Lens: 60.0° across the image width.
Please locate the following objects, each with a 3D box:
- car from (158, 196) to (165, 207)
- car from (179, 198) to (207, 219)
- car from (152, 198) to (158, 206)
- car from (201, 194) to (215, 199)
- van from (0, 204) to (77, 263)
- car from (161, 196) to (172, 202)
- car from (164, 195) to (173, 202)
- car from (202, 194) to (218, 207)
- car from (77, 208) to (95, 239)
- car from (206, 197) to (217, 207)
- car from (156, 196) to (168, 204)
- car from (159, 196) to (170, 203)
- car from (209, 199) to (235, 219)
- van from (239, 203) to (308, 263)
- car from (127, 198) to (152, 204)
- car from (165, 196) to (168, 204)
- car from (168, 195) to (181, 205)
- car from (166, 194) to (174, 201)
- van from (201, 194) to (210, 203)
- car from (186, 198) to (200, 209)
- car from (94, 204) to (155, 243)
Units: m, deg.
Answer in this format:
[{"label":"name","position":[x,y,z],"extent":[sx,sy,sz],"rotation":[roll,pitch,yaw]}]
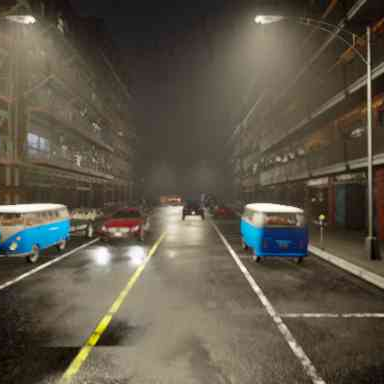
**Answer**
[{"label":"car","position":[-5.645,1.534,51.413],"extent":[1.887,1.381,4.507],"rotation":[1,0,0]},{"label":"car","position":[0.099,1.517,29.045],"extent":[1.812,1.442,4.674],"rotation":[0,0,0]},{"label":"car","position":[-5.644,1.556,40.044],"extent":[1.947,1.339,4.313],"rotation":[1,0,0]},{"label":"car","position":[2.705,1.430,45.790],"extent":[1.967,1.590,4.097],"rotation":[1,0,0]},{"label":"van","position":[-5.678,1.337,11.621],"extent":[1.690,1.788,3.998],"rotation":[1,0,0]},{"label":"car","position":[-5.645,1.556,74.152],"extent":[1.947,1.339,4.313],"rotation":[1,0,0]},{"label":"car","position":[-5.645,1.517,79.666],"extent":[1.752,1.417,4.829],"rotation":[1,0,0]},{"label":"car","position":[2.707,1.304,51.473],"extent":[2.192,1.841,5.009],"rotation":[1,0,0]},{"label":"car","position":[-5.666,1.544,17.306],"extent":[2.008,1.369,4.403],"rotation":[1,0,0]},{"label":"car","position":[2.703,1.557,34.420],"extent":[1.947,1.339,4.313],"rotation":[1,0,0]},{"label":"car","position":[-5.644,1.534,62.783],"extent":[1.887,1.381,4.507],"rotation":[1,0,0]},{"label":"car","position":[-5.645,1.515,68.298],"extent":[1.752,1.417,4.829],"rotation":[1,0,0]},{"label":"car","position":[2.703,1.573,28.735],"extent":[1.802,1.307,4.206],"rotation":[1,0,0]},{"label":"van","position":[2.708,1.337,11.682],"extent":[1.690,1.788,3.998],"rotation":[1,0,0]},{"label":"car","position":[-5.642,1.431,34.360],"extent":[1.967,1.590,4.097],"rotation":[1,0,0]},{"label":"car","position":[-5.644,1.514,56.927],"extent":[1.752,1.417,4.829],"rotation":[1,0,0]},{"label":"car","position":[-3.045,1.341,58.279],"extent":[2.097,1.767,4.553],"rotation":[0,0,1]},{"label":"car","position":[-5.643,1.433,85.522],"extent":[1.967,1.590,4.097],"rotation":[1,0,0]},{"label":"van","position":[2.705,1.331,68.528],"extent":[1.690,1.788,3.998],"rotation":[1,0,0]},{"label":"car","position":[0.099,1.590,46.024],"extent":[1.895,1.301,4.718],"rotation":[0,0,0]},{"label":"car","position":[-3.100,1.520,16.301],"extent":[1.812,1.442,4.674],"rotation":[0,0,0]}]
